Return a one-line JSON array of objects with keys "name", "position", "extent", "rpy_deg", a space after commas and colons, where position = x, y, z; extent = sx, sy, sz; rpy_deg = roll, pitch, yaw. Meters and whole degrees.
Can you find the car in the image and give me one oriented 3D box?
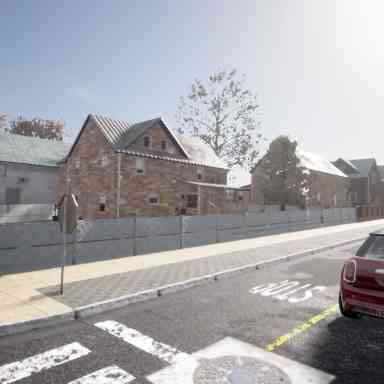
[{"name": "car", "position": [4.753, 1.456, 6.720], "extent": [2.097, 1.767, 4.553], "rpy_deg": [-2, -2, 44]}]
